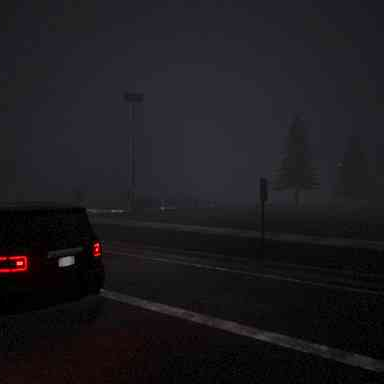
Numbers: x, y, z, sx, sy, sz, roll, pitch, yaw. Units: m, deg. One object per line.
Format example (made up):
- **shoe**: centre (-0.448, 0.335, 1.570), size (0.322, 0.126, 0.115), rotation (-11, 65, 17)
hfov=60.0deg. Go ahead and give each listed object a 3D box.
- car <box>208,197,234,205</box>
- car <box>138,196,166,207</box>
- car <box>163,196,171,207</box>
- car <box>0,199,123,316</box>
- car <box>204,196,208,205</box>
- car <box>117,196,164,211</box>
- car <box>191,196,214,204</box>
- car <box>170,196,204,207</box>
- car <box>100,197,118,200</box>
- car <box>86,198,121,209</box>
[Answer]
- **car**: centre (5.608, 1.560, 59.188), size (2.033, 1.411, 5.357), rotation (0, 0, 35)
- **car**: centre (-6.453, 1.519, 54.140), size (1.837, 1.490, 4.892), rotation (0, 1, 35)
- **car**: centre (-3.862, 1.366, 51.739), size (2.097, 1.767, 4.553), rotation (0, 0, 35)
- **car**: centre (-4.245, 1.225, 6.974), size (5.566, 2.045, 2.150), rotation (0, 0, 35)
- **car**: centre (2.479, 1.615, 60.795), size (1.895, 1.301, 4.718), rotation (0, 0, 35)
- **car**: centre (-6.393, 1.560, 41.995), size (2.033, 1.411, 5.357), rotation (0, 0, 35)
- **car**: centre (2.159, 1.563, 66.381), size (2.033, 1.411, 5.357), rotation (0, 0, 35)
- **car**: centre (-0.670, 1.518, 50.198), size (1.837, 1.490, 4.892), rotation (0, 0, 35)
- **car**: centre (-9.327, 1.366, 43.904), size (2.097, 1.767, 4.553), rotation (0, 0, 35)
- **car**: centre (-12.178, 1.541, 45.901), size (1.812, 1.442, 4.674), rotation (0, 0, 34)
